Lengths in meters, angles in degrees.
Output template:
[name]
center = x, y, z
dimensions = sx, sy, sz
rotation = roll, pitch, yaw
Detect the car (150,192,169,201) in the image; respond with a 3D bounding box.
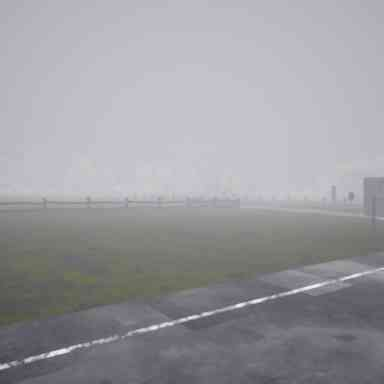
[car]
center = -6.313, 0.777, 64.909
dimensions = 2.097, 1.767, 4.553
rotation = 0, 1, -35
